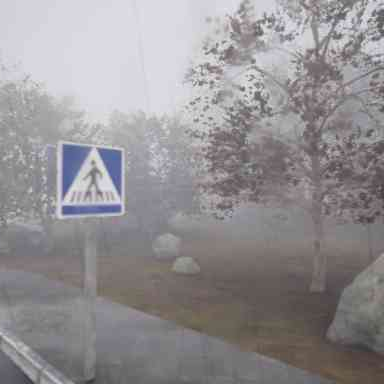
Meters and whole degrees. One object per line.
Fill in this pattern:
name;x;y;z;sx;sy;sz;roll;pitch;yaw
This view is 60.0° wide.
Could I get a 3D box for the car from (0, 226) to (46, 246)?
car;-12.082;2.869;21.623;4.892;1.521;2.231;0;-4;-38
